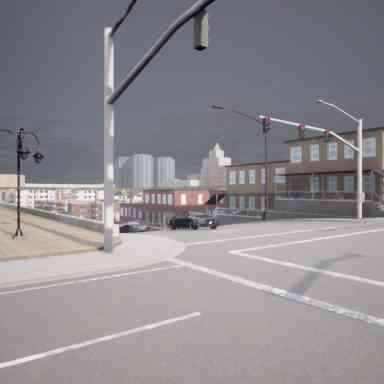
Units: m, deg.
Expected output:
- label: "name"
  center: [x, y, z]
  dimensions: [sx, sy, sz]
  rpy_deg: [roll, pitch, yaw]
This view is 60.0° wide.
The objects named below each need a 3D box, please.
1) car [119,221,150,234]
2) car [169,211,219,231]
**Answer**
- label: "car"
  center: [-5.873, 3.525, 32.238]
  dimensions: [1.812, 1.442, 4.674]
  rpy_deg: [0, -12, -37]
- label: "car"
  center: [0.061, 2.054, 24.187]
  dimensions: [1.994, 1.385, 4.181]
  rpy_deg: [0, -4, -36]
